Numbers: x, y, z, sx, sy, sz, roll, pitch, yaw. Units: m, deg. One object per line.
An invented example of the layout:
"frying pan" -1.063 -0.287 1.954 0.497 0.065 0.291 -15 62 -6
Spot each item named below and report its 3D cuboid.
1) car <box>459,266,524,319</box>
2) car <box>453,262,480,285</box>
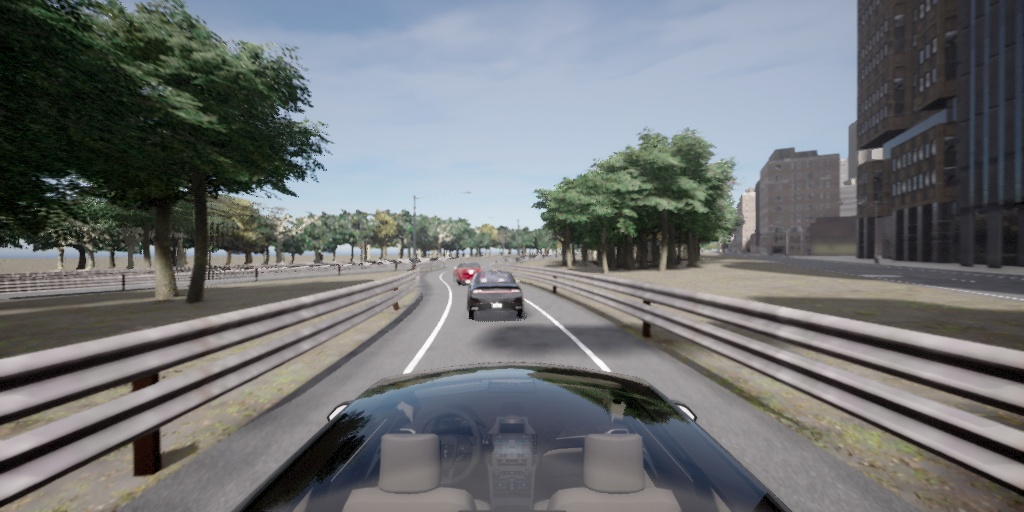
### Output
"car" -0.698 1.299 13.253 2.128 1.511 4.902 0 0 -6
"car" -3.431 1.221 28.204 2.097 1.767 4.553 0 0 -13
